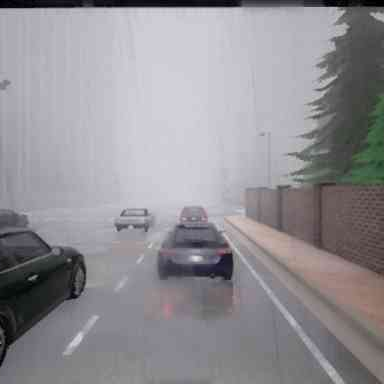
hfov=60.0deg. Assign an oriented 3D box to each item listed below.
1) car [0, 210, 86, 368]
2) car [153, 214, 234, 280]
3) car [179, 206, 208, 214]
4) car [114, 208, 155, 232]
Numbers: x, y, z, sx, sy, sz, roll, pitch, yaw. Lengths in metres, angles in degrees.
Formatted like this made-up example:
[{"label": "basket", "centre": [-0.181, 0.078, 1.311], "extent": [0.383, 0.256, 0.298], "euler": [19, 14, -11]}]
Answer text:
[{"label": "car", "centre": [-3.413, 1.369, 5.612], "extent": [2.097, 1.767, 4.553], "euler": [0, 0, 0]}, {"label": "car", "centre": [0.093, 1.594, 10.093], "extent": [1.994, 1.385, 4.181], "euler": [0, 0, 0]}, {"label": "car", "centre": [0.104, 1.611, 21.744], "extent": [2.033, 1.411, 5.357], "euler": [0, 0, 0]}, {"label": "car", "centre": [-3.398, 1.662, 20.671], "extent": [1.895, 1.301, 4.718], "euler": [0, 0, 0]}]
